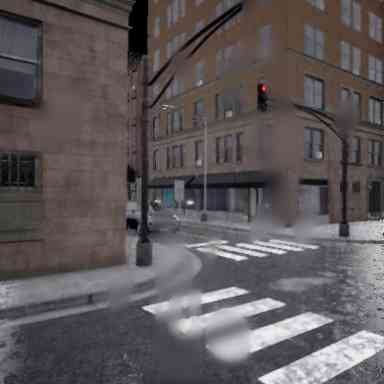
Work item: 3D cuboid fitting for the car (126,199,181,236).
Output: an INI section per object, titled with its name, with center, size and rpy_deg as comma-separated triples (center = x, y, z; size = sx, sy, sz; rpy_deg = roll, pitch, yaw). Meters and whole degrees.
[car]
center = -2.545, 1.318, 18.340
size = 2.097, 1.767, 4.553
rpy_deg = 0, 0, -36
